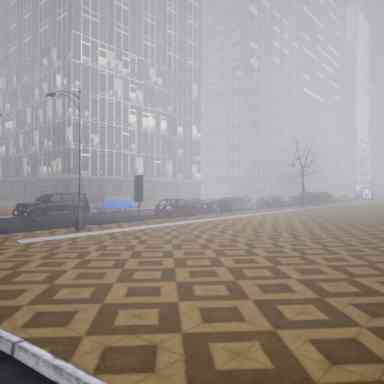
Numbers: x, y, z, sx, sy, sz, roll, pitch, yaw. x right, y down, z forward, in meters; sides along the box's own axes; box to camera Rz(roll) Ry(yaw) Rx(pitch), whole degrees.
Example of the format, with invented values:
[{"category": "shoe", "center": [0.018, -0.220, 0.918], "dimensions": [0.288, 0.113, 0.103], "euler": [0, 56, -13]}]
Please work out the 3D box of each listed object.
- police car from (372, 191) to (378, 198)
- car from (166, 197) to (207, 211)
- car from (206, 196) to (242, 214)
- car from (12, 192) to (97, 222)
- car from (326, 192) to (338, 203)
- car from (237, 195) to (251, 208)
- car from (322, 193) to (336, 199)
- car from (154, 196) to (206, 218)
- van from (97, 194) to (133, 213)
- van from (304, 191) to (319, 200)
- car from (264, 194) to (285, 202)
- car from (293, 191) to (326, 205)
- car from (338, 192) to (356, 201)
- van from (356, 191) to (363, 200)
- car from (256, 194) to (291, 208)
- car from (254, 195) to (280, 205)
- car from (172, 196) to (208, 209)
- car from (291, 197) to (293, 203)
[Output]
[{"category": "police car", "center": [43.132, 0.672, 79.562], "dimensions": [1.930, 1.638, 5.238], "euler": [0, 1, 41]}, {"category": "car", "center": [-0.567, 1.314, 36.862], "dimensions": [1.895, 1.301, 4.718], "euler": [0, 1, 41]}, {"category": "car", "center": [2.530, 1.320, 31.467], "dimensions": [1.947, 1.339, 4.313], "euler": [1, 1, 41]}, {"category": "car", "center": [-10.477, 1.059, 25.273], "dimensions": [2.150, 2.045, 5.566], "euler": [0, 1, 41]}, {"category": "car", "center": [20.964, 0.839, 53.124], "dimensions": [2.192, 1.841, 5.009], "euler": [1, 1, 41]}, {"category": "car", "center": [4.972, 1.192, 38.422], "dimensions": [1.837, 1.490, 4.892], "euler": [0, 1, 41]}, {"category": "car", "center": [33.091, 0.828, 80.209], "dimensions": [1.947, 1.339, 4.313], "euler": [1, 1, 41]}, {"category": "car", "center": [-1.124, 1.240, 27.106], "dimensions": [1.967, 1.590, 4.097], "euler": [1, 1, 41]}, {"category": "van", "center": [-7.665, 1.107, 32.723], "dimensions": [1.690, 1.788, 3.998], "euler": [1, 1, 41]}, {"category": "van", "center": [25.698, 0.694, 71.557], "dimensions": [1.690, 1.788, 3.998], "euler": [1, 1, 41]}, {"category": "car", "center": [14.606, 1.056, 58.589], "dimensions": [1.947, 1.339, 4.313], "euler": [1, 1, 41]}, {"category": "car", "center": [17.267, 0.885, 48.800], "dimensions": [2.192, 1.841, 5.009], "euler": [1, 1, 41]}, {"category": "car", "center": [28.468, 0.957, 61.904], "dimensions": [1.752, 1.417, 4.829], "euler": [1, 1, 41]}, {"category": "van", "center": [35.752, 0.683, 70.420], "dimensions": [1.690, 1.788, 3.998], "euler": [1, 1, 41]}, {"category": "car", "center": [9.872, 1.244, 40.157], "dimensions": [1.802, 1.307, 4.206], "euler": [1, 1, 41]}, {"category": "car", "center": [11.518, 1.231, 50.847], "dimensions": [1.895, 1.301, 4.718], "euler": [0, 1, 41]}, {"category": "car", "center": [-0.188, 1.218, 41.300], "dimensions": [1.887, 1.381, 4.507], "euler": [1, 1, 41]}, {"category": "car", "center": [17.513, 1.080, 53.098], "dimensions": [2.033, 1.411, 5.357], "euler": [0, 1, 41]}]
